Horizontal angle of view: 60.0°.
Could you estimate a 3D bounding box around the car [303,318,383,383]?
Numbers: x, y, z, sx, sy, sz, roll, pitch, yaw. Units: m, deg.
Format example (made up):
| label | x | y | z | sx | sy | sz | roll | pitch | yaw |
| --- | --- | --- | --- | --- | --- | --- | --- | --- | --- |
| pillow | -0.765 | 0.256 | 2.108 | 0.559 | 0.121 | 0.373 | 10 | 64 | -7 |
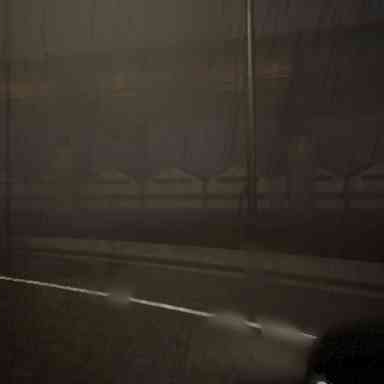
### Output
| label | x | y | z | sx | sy | sz | roll | pitch | yaw |
| --- | --- | --- | --- | --- | --- | --- | --- | --- | --- |
| car | 3.038 | 1.451 | 1.833 | 4.674 | 1.442 | 1.812 | 0 | 0 | 36 |
